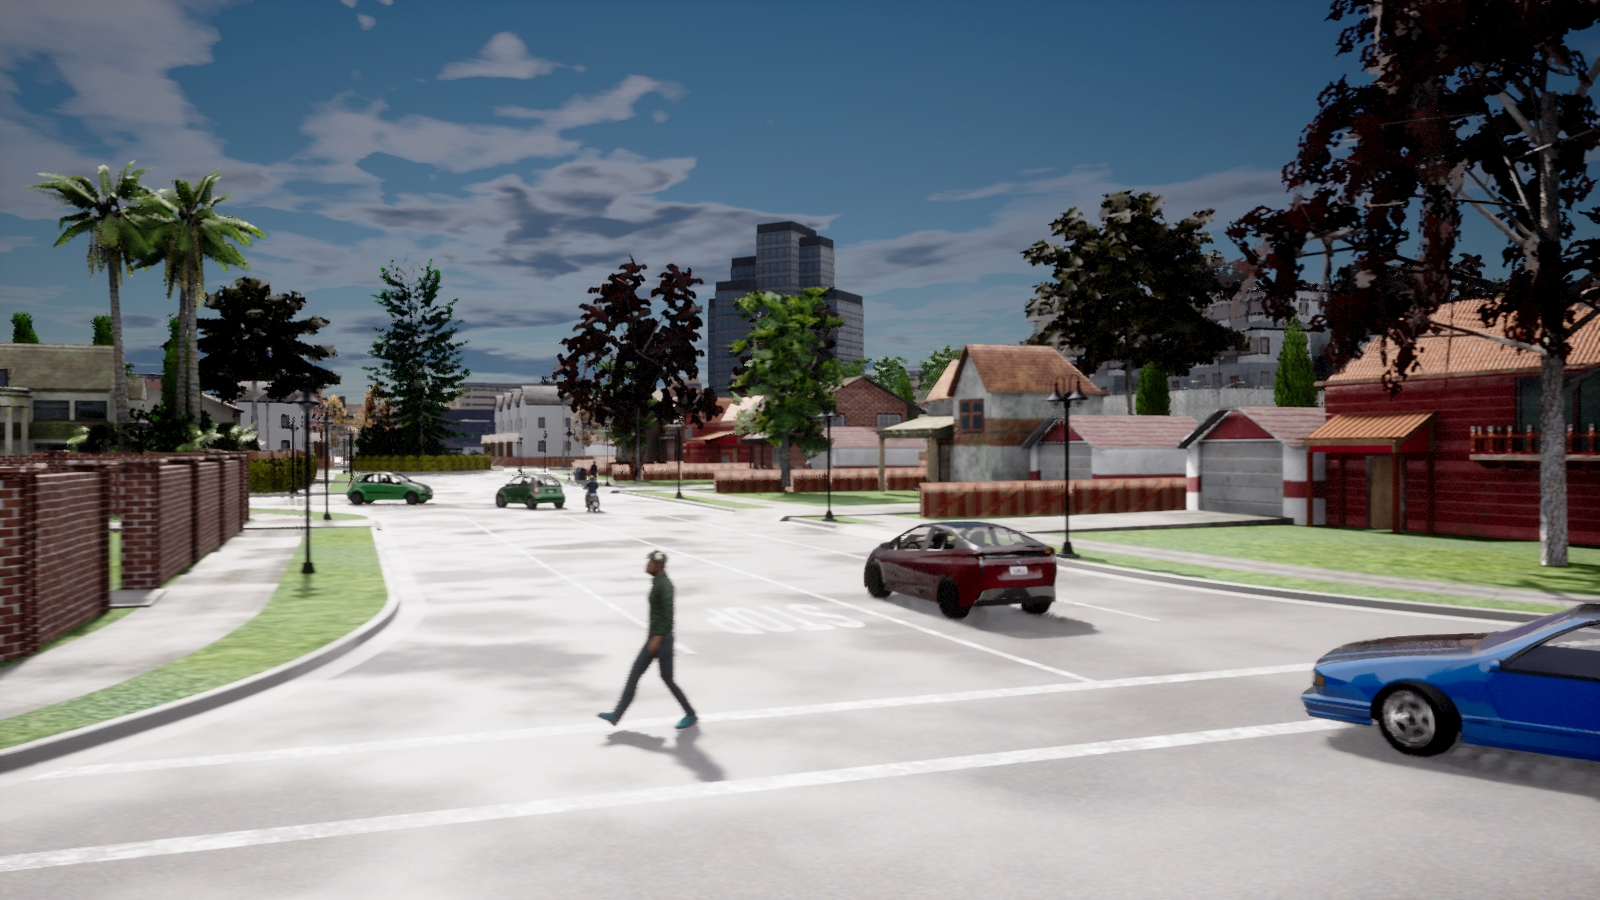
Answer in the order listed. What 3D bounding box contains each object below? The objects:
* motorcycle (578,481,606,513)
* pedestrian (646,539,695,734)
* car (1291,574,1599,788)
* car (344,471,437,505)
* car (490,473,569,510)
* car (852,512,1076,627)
[{"bbox_3d":[-9.320,2.072,51.113,0.856,1.341,1.805,0,0,-22],"label":"motorcycle"},{"bbox_3d":[-1.293,1.831,11.372,0.375,1.860,0.375,0,0,-26],"label":"pedestrian"},{"bbox_3d":[7.386,2.053,9.970,5.357,1.411,2.033,0,0,38],"label":"car"},{"bbox_3d":[-20.499,1.895,57.275,3.988,1.617,1.851,0,0,0],"label":"car"},{"bbox_3d":[-12.949,1.946,54.605,1.851,1.617,3.988,0,0,-45],"label":"car"},{"bbox_3d":[2.750,1.999,20.342,2.007,1.525,4.514,0,0,-21],"label":"car"}]
